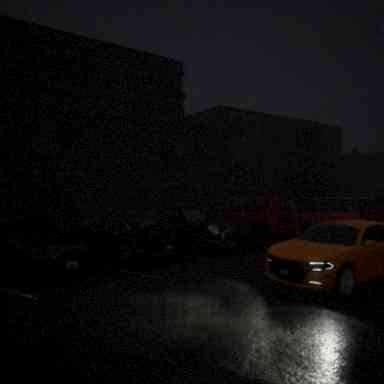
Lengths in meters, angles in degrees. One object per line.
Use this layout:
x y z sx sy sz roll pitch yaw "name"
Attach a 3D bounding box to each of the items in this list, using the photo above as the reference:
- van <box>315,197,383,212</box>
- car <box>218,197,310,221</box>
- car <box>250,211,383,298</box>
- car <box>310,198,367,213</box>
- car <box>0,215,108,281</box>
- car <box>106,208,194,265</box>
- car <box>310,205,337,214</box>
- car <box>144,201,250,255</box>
9.152 1.284 20.258 4.442 1.987 1.878 -1 -1 35 "van"
2.061 1.240 15.099 5.566 2.045 2.435 -1 -1 35 "car"
4.053 1.481 8.725 5.008 1.535 1.882 0 0 -35 "car"
6.886 1.375 18.471 4.553 1.767 2.185 -1 -1 34 "car"
-5.052 1.514 9.948 4.792 1.488 2.163 -1 -1 35 "car"
-2.684 1.487 11.668 4.892 1.521 2.231 -1 -1 35 "car"
4.477 1.536 16.789 4.674 1.452 2.002 -1 -1 35 "car"
-0.322 1.362 13.406 4.553 1.767 2.185 -1 -1 34 "car"
